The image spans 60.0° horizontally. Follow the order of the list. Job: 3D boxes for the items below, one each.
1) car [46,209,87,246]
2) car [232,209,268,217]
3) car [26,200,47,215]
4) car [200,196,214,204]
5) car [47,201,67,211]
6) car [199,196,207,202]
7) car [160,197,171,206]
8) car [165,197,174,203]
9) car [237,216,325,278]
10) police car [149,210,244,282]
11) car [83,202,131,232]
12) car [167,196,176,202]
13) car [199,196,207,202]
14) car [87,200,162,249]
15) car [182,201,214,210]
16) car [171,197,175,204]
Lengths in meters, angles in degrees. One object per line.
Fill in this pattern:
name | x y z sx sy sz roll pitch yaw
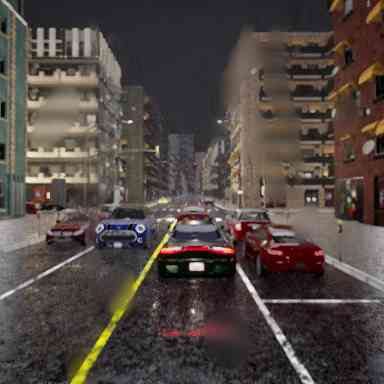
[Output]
car | -5.276 1.635 15.577 1.802 1.307 4.206 1 0 0
car | 2.611 1.493 15.581 1.967 1.590 4.097 1 0 0
car | -17.486 1.345 32.667 5.009 1.841 2.192 0 -1 0
car | 2.699 1.728 53.679 2.008 1.369 4.403 1 0 0
car | -17.530 1.719 40.542 4.313 1.339 1.947 0 -1 0
car | 2.766 1.813 82.034 1.887 1.381 4.507 1 0 0
car | -5.168 1.721 59.169 1.752 1.417 4.829 1 0 0
car | -5.128 1.817 76.352 1.947 1.339 4.313 1 0 0
car | 2.596 1.616 10.031 1.802 1.307 4.206 1 0 0
police car | 0.120 1.538 10.013 2.038 1.542 4.974 0 0 0
car | -5.265 1.512 21.126 1.967 1.590 4.097 1 0 0
car | -5.114 1.814 82.022 1.887 1.381 4.507 1 0 0
car | 2.779 1.838 87.705 2.008 1.369 4.403 1 0 0
car | -2.751 1.401 14.696 2.097 1.767 4.553 0 0 1
car | 0.111 1.547 20.474 1.882 1.535 5.008 0 0 0
car | -5.141 1.758 70.511 1.752 1.417 4.829 1 0 0
